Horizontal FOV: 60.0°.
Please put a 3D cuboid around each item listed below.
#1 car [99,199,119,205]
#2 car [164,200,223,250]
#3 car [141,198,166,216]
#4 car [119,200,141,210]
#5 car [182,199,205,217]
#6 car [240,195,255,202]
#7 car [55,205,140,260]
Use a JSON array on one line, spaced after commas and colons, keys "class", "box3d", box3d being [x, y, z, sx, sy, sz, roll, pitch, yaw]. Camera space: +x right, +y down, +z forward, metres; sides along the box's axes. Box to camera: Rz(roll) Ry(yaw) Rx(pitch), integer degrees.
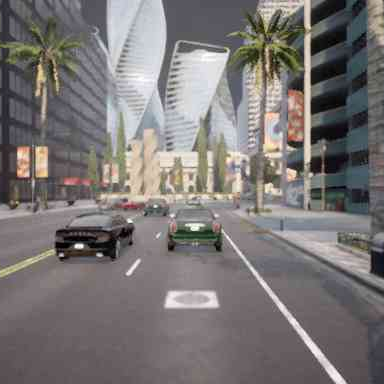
[{"class": "car", "box3d": [-9.834, 1.532, 40.487, 1.812, 1.442, 4.674, 0, 0, 8]}, {"class": "car", "box3d": [0.106, 1.354, 14.365, 2.097, 1.767, 4.553, 0, 0, 0]}, {"class": "car", "box3d": [-3.342, 1.357, 32.636, 2.097, 1.767, 4.553, 0, 0, 1]}, {"class": "car", "box3d": [-6.628, 1.607, 38.863, 1.895, 1.301, 4.718, 0, 0, 6]}, {"class": "car", "box3d": [0.164, 1.497, 32.823, 2.128, 1.511, 4.902, 0, 0, 1]}, {"class": "car", "box3d": [12.951, 1.439, 73.777, 4.902, 1.511, 2.128, 0, 0, -28]}, {"class": "car", "box3d": [-3.394, 1.480, 12.489, 1.882, 1.535, 5.008, 0, 0, 0]}]
